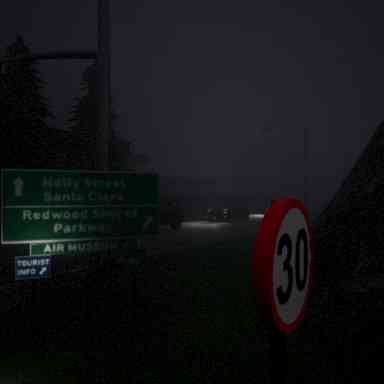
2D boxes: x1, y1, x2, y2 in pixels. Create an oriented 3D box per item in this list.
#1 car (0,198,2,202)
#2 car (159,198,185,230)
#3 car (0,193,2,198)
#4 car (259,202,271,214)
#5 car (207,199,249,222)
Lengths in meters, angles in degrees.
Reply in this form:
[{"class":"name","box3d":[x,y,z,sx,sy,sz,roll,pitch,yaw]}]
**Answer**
[{"class":"car","box3d":[-12.393,1.504,26.071,1.905,1.878,3.866,0,0,35]},{"class":"car","box3d":[-2.706,1.414,20.812,2.150,2.045,5.566,0,0,36]},{"class":"car","box3d":[-38.597,1.489,70.013,4.514,1.523,2.007,0,0,35]},{"class":"car","box3d":[9.053,1.755,36.963,1.994,1.385,4.181,0,0,36]},{"class":"car","box3d":[3.182,1.544,28.906,2.097,1.767,4.553,0,0,36]}]
